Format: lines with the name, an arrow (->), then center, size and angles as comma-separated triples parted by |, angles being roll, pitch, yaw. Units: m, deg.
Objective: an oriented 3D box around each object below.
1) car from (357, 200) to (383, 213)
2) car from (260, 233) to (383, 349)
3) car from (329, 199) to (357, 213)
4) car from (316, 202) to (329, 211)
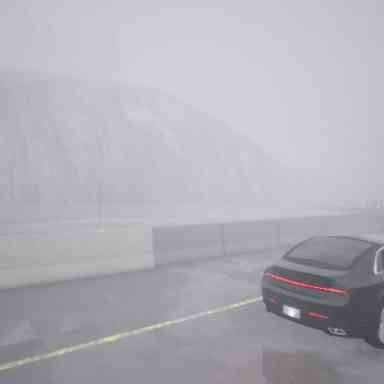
car -> 22.405, 1.734, 40.202 | 4.553, 1.767, 2.097 | 1, 0, -39
car -> 3.399, 1.563, 6.430 | 4.892, 1.490, 1.837 | 1, 0, -38
car -> 20.173, 1.733, 42.897 | 4.553, 1.767, 2.097 | 1, 0, -39
car -> 19.403, 1.998, 46.782 | 4.718, 1.301, 1.895 | 1, 0, -39
